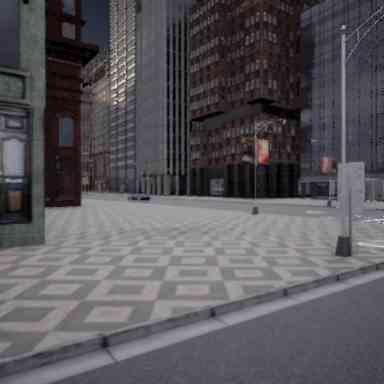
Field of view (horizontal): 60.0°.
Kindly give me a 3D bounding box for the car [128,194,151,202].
[{"bbox_3d":[-8.084,0.895,51.351,1.895,1.301,4.718,0,1,-35],"label":"car"}]
